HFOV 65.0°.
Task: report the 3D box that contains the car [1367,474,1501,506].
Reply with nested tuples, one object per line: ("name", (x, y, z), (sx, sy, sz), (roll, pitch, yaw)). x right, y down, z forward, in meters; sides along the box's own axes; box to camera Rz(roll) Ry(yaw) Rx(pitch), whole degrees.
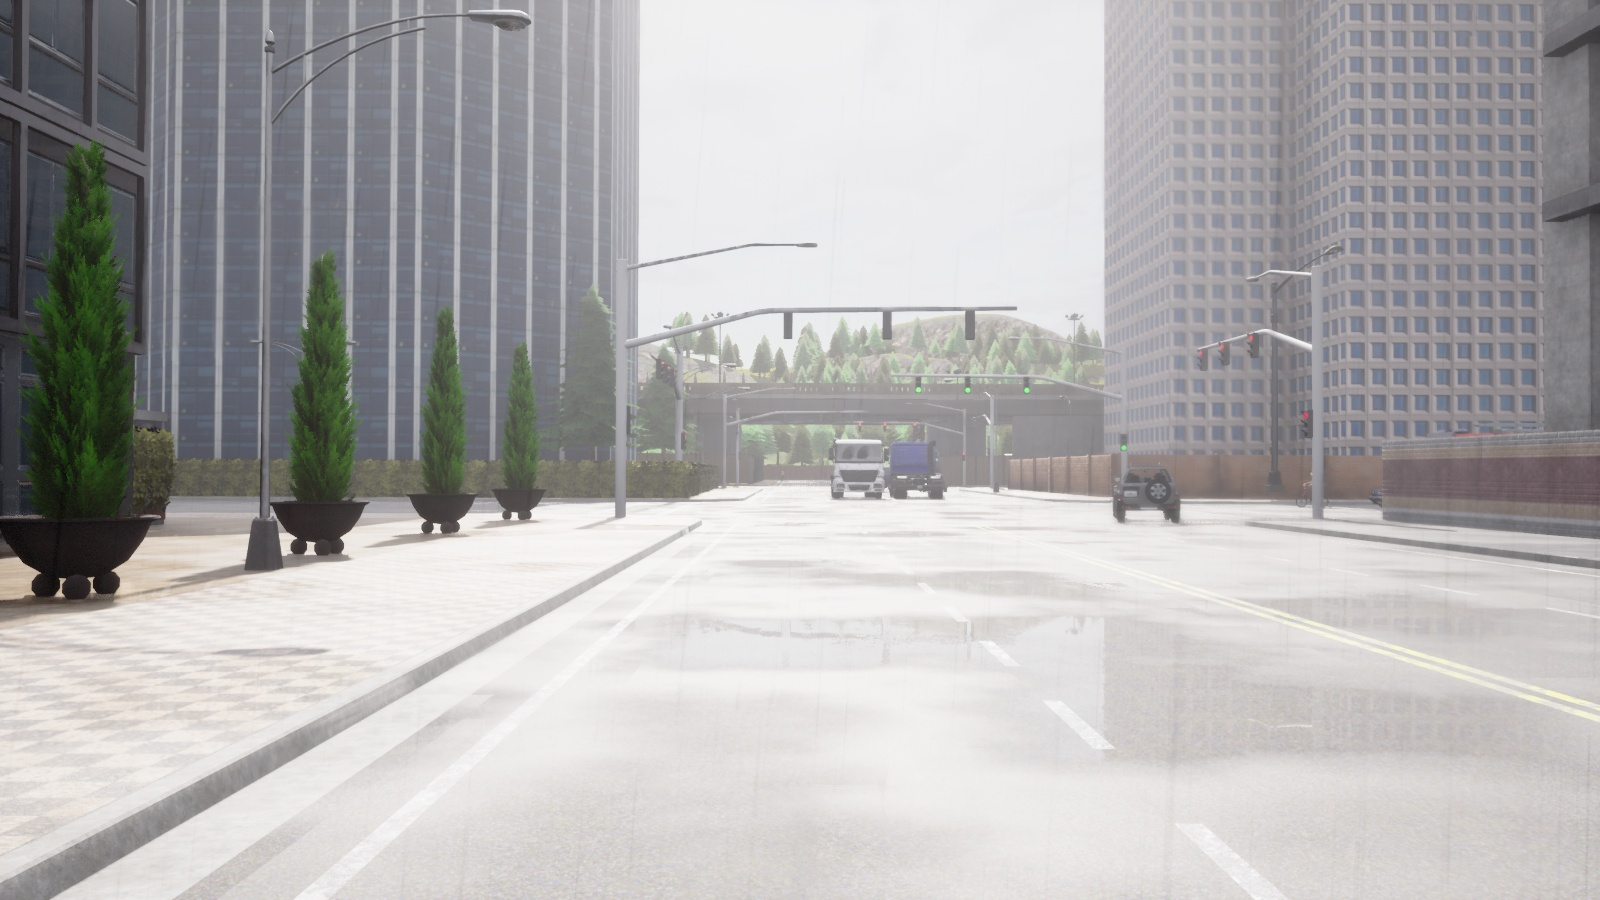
("car", (26.753, 1.698, 53.104), (4.718, 1.301, 1.895), (0, -1, 0))

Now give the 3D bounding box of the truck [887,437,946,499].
("truck", (6.824, 1.053, 74.483), (2.891, 3.462, 7.936), (0, -1, 1))

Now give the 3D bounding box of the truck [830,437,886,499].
("truck", (3.300, 1.058, 73.939), (2.891, 3.462, 7.936), (0, -1, 0))

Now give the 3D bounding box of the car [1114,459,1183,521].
("car", (11.112, 1.262, 40.296), (1.932, 1.855, 4.605), (-1, -1, 13))

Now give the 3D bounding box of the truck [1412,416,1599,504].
("truck", (32.533, 0.468, 56.589), (8.468, 3.827, 2.891), (0, -1, 0))
